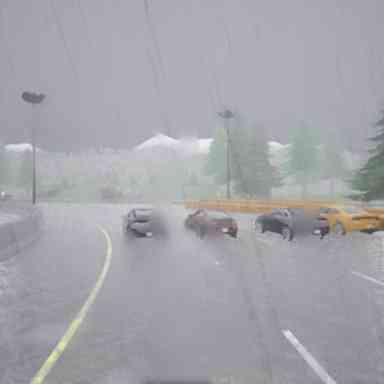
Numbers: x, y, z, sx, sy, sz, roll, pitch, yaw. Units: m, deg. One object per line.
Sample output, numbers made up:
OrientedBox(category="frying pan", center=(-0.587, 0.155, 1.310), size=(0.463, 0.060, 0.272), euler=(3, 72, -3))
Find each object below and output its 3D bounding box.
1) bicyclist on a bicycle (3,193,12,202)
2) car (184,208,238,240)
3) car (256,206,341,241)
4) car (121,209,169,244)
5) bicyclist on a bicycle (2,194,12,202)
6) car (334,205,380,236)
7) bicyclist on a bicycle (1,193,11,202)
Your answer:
OrientedBox(category="bicyclist on a bicycle", center=(-40.207, 1.228, 72.524), size=(0.582, 1.620, 1.656), euler=(-1, -22, 13))
OrientedBox(category="car", center=(0.910, 1.574, 17.547), size=(1.812, 1.442, 4.674), euler=(0, 0, -15))
OrientedBox(category="car", center=(4.896, 1.519, 16.879), size=(2.128, 1.511, 4.902), euler=(0, 0, -14))
OrientedBox(category="car", center=(-2.389, 1.561, 16.362), size=(2.128, 1.511, 4.902), euler=(0, 0, -15))
OrientedBox(category="bicyclist on a bicycle", center=(-39.656, 1.230, 72.364), size=(0.582, 1.620, 1.656), euler=(1, -21, 15))
OrientedBox(category="car", center=(8.046, 1.485, 18.622), size=(1.882, 1.535, 5.008), euler=(0, 0, -15))
OrientedBox(category="bicyclist on a bicycle", center=(-40.703, 1.231, 72.660), size=(0.582, 1.620, 1.656), euler=(1, -23, 15))
